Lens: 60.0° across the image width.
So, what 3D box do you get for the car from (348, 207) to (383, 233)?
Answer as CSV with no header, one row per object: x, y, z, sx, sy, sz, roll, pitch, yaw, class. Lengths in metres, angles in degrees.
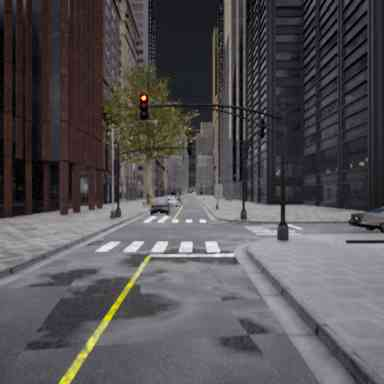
11.528,1.490,18.235,5.357,1.411,2.033,0,0,0,car

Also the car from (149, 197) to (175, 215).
-3.095,1.550,33.671,2.033,1.411,5.357,0,0,0,car

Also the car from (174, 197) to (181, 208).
-3.086,1.545,49.940,1.812,1.442,4.674,0,0,0,car
